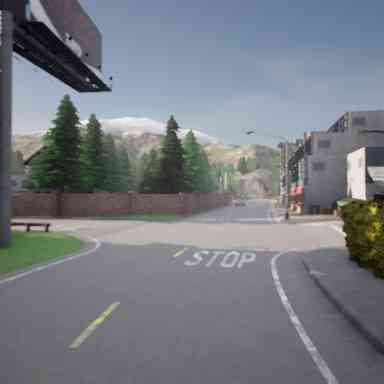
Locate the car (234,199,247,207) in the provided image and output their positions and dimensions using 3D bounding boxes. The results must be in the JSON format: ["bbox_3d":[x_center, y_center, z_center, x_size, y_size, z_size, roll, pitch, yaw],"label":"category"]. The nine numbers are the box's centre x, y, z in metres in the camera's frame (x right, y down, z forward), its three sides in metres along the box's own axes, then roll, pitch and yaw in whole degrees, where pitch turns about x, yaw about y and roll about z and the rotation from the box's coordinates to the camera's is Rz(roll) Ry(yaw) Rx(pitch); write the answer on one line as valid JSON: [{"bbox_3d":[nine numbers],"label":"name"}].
[{"bbox_3d":[9.387,2.153,64.296,1.812,1.442,4.674,0,0,13],"label":"car"}]
